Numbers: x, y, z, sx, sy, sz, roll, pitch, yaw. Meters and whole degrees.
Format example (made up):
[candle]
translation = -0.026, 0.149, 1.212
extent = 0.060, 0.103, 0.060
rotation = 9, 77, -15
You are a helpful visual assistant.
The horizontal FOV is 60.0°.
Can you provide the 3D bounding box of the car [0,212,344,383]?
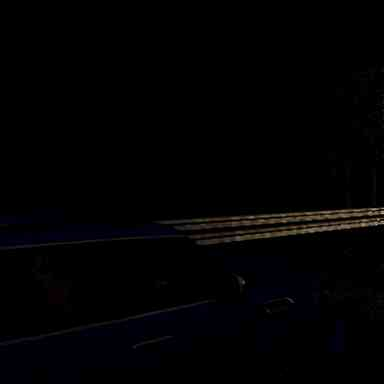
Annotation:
[car]
translation = -0.949, 1.215, 3.035
extent = 5.566, 2.045, 2.150
rotation = 0, 0, -35
